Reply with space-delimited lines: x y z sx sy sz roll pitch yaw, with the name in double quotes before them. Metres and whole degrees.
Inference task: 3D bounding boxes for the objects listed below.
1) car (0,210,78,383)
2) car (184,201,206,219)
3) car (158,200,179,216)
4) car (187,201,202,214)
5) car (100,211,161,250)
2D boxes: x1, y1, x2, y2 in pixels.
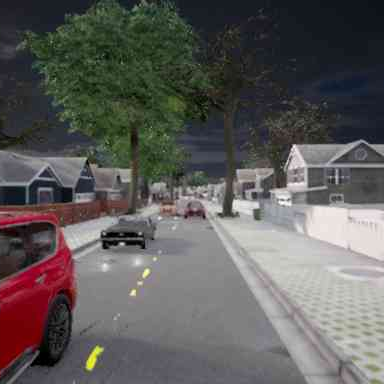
"car" -2.844 1.253 2.971 2.150 2.045 5.566 0 -1 0
"car" 0.294 1.720 33.433 2.097 1.767 4.553 0 -1 0
"car" -2.630 1.759 37.527 2.097 1.767 4.553 0 -1 0
"car" 0.356 1.984 43.760 1.837 1.490 4.892 0 0 0
"car" -2.763 1.768 15.365 1.895 1.301 4.718 0 -1 0
